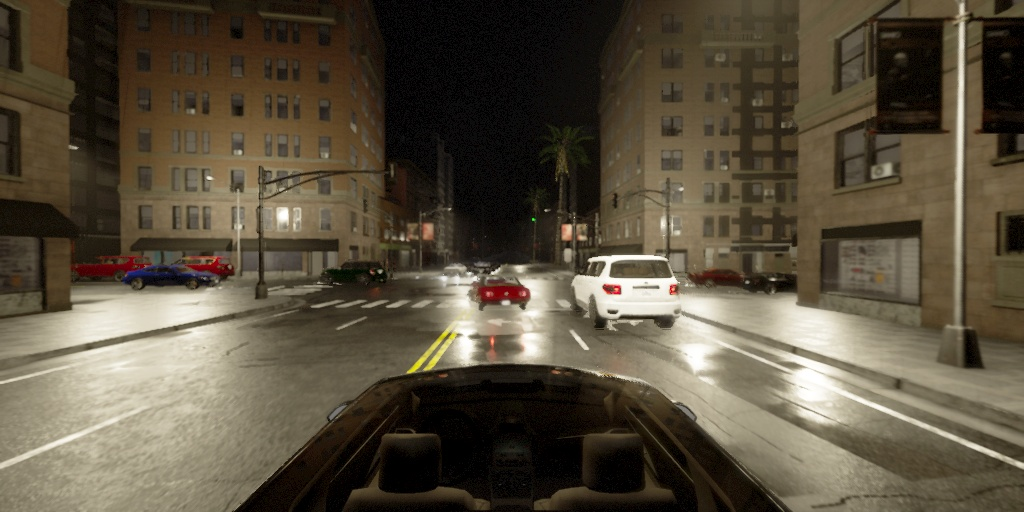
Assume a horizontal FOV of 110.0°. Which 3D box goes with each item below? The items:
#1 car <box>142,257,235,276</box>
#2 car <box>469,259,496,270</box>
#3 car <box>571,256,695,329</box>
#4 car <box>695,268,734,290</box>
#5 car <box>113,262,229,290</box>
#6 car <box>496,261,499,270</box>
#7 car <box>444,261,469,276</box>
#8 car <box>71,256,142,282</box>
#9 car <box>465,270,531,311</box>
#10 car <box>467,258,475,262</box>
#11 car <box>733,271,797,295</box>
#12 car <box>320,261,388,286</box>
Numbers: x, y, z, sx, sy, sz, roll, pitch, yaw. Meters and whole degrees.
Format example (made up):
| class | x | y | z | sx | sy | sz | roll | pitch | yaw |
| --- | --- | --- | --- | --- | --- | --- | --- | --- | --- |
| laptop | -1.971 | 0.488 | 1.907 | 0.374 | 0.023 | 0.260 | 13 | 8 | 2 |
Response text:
| class | x | y | z | sx | sy | sz | roll | pitch | yaw |
| --- | --- | --- | --- | --- | --- | --- | --- | --- | --- |
| car | -23.894 | 0.979 | 27.028 | 5.009 | 1.841 | 2.192 | 0 | 0 | -9 |
| car | -3.343 | 1.462 | 41.645 | 2.128 | 1.511 | 4.902 | 0 | 0 | 0 |
| car | 3.343 | 1.025 | 11.556 | 2.150 | 2.045 | 5.566 | 0 | 0 | 0 |
| car | 14.471 | 1.548 | 24.525 | 4.674 | 1.442 | 1.812 | 0 | 0 | 2 |
| car | -20.453 | 1.262 | 21.709 | 4.674 | 1.442 | 1.812 | 1 | 0 | -9 |
| car | -3.329 | 1.498 | 51.035 | 1.882 | 1.535 | 5.008 | 0 | 0 | 0 |
| car | -6.592 | 1.572 | 41.935 | 1.895 | 1.301 | 4.718 | 0 | 0 | 3 |
| car | -29.340 | 0.933 | 26.206 | 5.009 | 1.841 | 2.192 | 0 | 0 | -9 |
| car | -0.683 | 1.429 | 15.089 | 1.895 | 1.301 | 4.718 | 0 | -1 | -12 |
| car | -6.575 | 1.499 | 51.184 | 1.882 | 1.535 | 5.008 | 0 | 0 | 0 |
| car | 16.209 | 1.626 | 21.531 | 4.313 | 1.339 | 1.948 | 0 | 0 | 0 |
| car | -11.266 | 1.147 | 25.512 | 4.553 | 1.767 | 2.097 | 1 | 1 | 14 |
